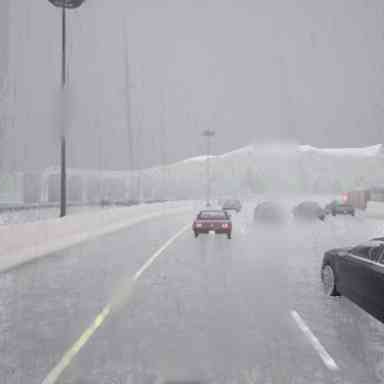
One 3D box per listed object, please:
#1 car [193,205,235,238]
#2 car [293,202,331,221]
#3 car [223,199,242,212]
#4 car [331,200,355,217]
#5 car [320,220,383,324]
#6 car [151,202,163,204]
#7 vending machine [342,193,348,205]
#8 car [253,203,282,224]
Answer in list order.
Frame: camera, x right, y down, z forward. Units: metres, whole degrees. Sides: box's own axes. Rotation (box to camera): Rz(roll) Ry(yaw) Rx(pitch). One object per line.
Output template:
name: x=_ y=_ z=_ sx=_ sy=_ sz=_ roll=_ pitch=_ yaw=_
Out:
car: x=1.185 y=1.605 z=17.866 sx=1.895 sy=1.301 sz=4.718 roll=0 pitch=0 yaw=6
car: x=9.574 y=1.572 z=27.442 sx=2.033 sy=1.411 sz=5.357 roll=0 pitch=0 yaw=10
car: x=4.675 y=1.561 z=38.444 sx=2.033 sy=1.411 sz=5.357 roll=0 pitch=0 yaw=13
car: x=13.968 y=1.527 z=31.673 sx=2.128 sy=1.511 sz=4.902 roll=0 pitch=0 yaw=11
car: x=3.801 y=1.501 z=5.682 sx=2.128 sy=1.511 sz=4.902 roll=0 pitch=0 yaw=2
car: x=-5.914 y=1.537 z=53.616 sx=2.033 sy=1.411 sz=5.357 roll=0 pitch=0 yaw=17
vending machine: x=28.582 y=1.267 z=62.112 sx=1.100 sy=2.100 sz=0.880 roll=0 pitch=0 yaw=23
car: x=5.634 y=1.562 z=25.008 sx=2.033 sy=1.411 sz=5.357 roll=0 pitch=0 yaw=9
